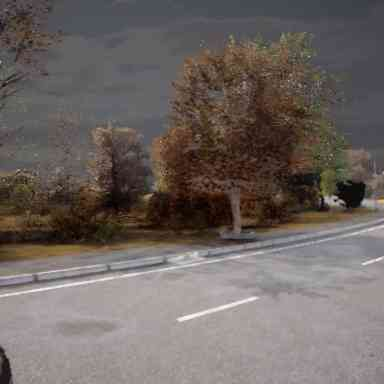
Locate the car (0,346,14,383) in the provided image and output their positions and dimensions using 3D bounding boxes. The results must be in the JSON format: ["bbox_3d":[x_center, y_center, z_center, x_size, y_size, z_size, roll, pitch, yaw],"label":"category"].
[{"bbox_3d":[-3.611,1.503,1.551,4.902,1.511,2.128,0,0,-35],"label":"car"}]
